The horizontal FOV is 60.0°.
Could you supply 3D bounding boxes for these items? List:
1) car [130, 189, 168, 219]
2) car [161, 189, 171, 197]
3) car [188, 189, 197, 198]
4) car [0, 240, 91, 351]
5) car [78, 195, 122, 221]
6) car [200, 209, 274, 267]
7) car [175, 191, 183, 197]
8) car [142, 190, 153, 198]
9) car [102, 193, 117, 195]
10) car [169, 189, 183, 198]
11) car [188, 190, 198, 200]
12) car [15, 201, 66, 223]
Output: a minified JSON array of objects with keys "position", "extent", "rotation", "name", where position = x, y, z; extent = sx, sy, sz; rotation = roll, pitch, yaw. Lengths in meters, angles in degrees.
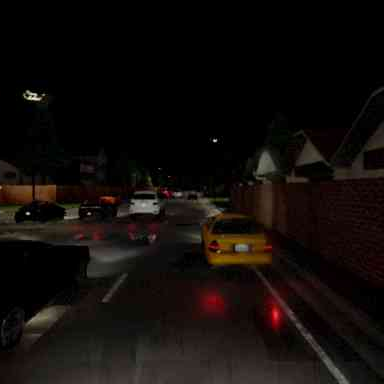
[{"position":[-3.347,0.940,25.731],"extent":[2.150,2.045,5.566],"rotation":[0,1,0],"name":"car"},{"position":[-6.820,0.198,86.707],"extent":[2.150,2.045,5.566],"rotation":[0,1,0],"name":"car"},{"position":[0.164,0.270,79.330],"extent":[2.150,2.045,5.566],"rotation":[0,1,0],"name":"car"},{"position":[-3.388,1.534,6.014],"extent":[1.895,1.301,4.718],"rotation":[0,1,0],"name":"car"},{"position":[-6.849,1.222,24.583],"extent":[2.128,1.511,4.902],"rotation":[0,1,0],"name":"car"},{"position":[1.247,1.337,10.834],"extent":[1.801,1.575,5.366],"rotation":[0,1,0],"name":"car"},{"position":[-3.322,0.440,85.842],"extent":[1.812,1.442,4.674],"rotation":[0,1,0],"name":"car"},{"position":[-10.340,0.506,77.489],"extent":[2.097,1.767,4.553],"rotation":[0,1,0],"name":"car"},{"position":[-10.312,0.891,42.274],"extent":[2.097,1.767,4.553],"rotation":[0,1,0],"name":"car"},{"position":[-3.344,0.394,75.452],"extent":[2.150,2.045,5.566],"rotation":[0,1,0],"name":"car"},{"position":[0.133,0.850,64.306],"extent":[2.033,1.411,5.357],"rotation":[0,1,0],"name":"car"},{"position":[-10.352,1.312,22.996],"extent":[1.994,1.385,4.181],"rotation":[0,1,0],"name":"car"}]
